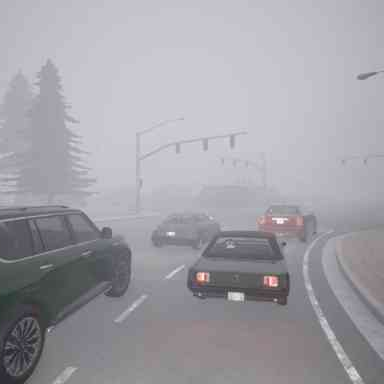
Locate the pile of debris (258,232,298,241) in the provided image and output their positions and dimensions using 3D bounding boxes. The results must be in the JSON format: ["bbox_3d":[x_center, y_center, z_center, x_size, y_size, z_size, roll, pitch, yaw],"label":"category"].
[{"bbox_3d":[4.209,2.145,16.172,1.500,0.140,1.860,0,0,29],"label":"pile of debris"}]

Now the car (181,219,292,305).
[{"bbox_3d":[1.337,1.588,8.142,1.895,1.301,4.718,0,0,14],"label":"car"}]

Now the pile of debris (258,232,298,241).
[{"bbox_3d":[4.209,2.145,16.172,1.500,0.140,1.860,0,0,29],"label":"pile of debris"}]

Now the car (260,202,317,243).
[{"bbox_3d":[4.829,1.320,16.412,2.097,1.767,4.553,0,0,27],"label":"car"}]

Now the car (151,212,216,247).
[{"bbox_3d":[-0.105,1.545,14.502,1.994,1.385,4.181,0,0,20],"label":"car"}]

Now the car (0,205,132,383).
[{"bbox_3d":[-2.785,1.222,5.547,2.150,2.045,5.566,0,0,8],"label":"car"}]
